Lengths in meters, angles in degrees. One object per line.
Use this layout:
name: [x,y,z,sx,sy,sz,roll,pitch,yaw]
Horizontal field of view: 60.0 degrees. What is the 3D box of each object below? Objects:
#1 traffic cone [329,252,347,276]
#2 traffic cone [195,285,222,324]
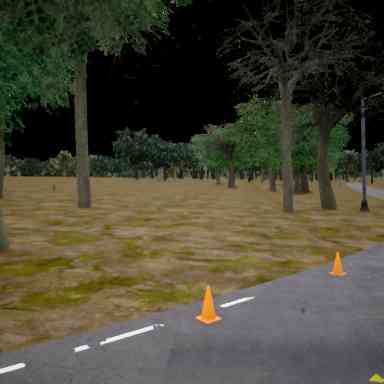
traffic cone: [3.966,1.935,9.045,0.340,0.580,0.340,0,0,-42]
traffic cone: [0.291,1.953,5.884,0.340,0.580,0.340,0,0,-39]
